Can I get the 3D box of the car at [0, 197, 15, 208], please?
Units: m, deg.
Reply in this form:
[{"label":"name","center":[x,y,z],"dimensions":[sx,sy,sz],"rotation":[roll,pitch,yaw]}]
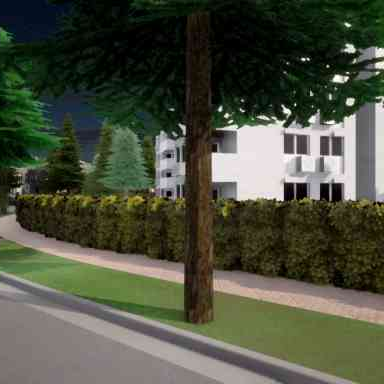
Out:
[{"label":"car","center":[-27.382,1.505,48.137],"dimensions":[1.837,1.490,4.892],"rotation":[0,0,9]}]
